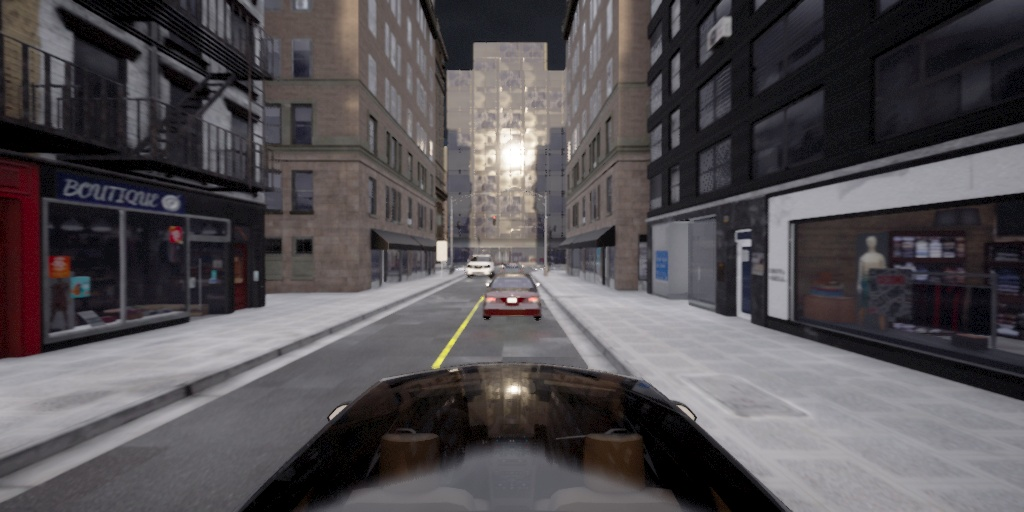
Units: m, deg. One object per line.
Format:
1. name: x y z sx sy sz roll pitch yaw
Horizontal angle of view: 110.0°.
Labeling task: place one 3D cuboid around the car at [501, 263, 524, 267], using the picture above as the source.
1. car: 0.045 1.241 29.788 1.994 1.385 4.181 0 0 1

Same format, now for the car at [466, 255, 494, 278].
1. car: -2.790 0.891 32.678 2.150 2.045 5.566 0 0 1

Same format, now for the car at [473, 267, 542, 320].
1. car: 0.020 1.275 12.490 2.033 1.411 5.357 0 0 0
